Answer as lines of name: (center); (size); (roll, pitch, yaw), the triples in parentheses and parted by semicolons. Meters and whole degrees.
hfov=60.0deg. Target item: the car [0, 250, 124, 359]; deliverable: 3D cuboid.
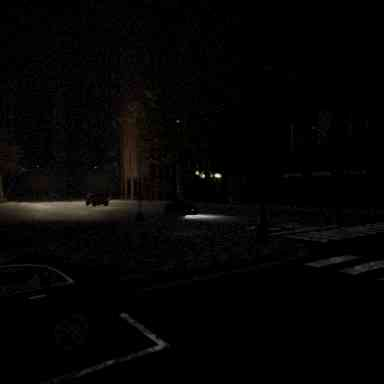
car: (-3.113, 1.552, 4.434); (4.403, 1.369, 2.008); (-1, 0, -35)

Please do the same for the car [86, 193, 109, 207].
car: (-14.962, 1.230, 52.252); (2.150, 2.045, 5.566); (-1, 0, -35)

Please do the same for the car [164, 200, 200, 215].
car: (-1.076, 1.500, 32.711); (1.994, 1.385, 4.181); (-1, 0, -36)
